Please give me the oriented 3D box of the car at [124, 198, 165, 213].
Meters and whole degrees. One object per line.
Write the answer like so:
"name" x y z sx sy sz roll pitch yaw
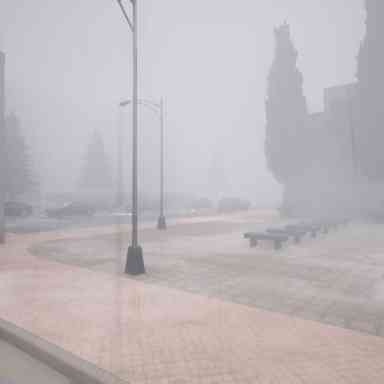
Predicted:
"car" -5.438 1.564 36.612 1.994 1.385 4.181 0 0 38

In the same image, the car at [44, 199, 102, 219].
"car" -10.742 1.526 29.708 1.812 1.442 4.674 0 0 37

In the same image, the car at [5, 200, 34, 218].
"car" -16.207 1.505 28.462 1.837 1.490 4.892 0 0 39

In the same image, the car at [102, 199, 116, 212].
"car" -10.424 1.491 35.890 2.128 1.511 4.902 0 0 38

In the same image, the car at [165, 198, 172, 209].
"car" -4.659 1.505 43.363 1.837 1.490 4.892 0 0 38

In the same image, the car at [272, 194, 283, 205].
"car" 16.398 1.564 58.909 1.994 1.385 4.181 0 0 38

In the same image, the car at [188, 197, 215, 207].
"car" 1.493 1.564 51.303 1.994 1.385 4.181 0 0 38

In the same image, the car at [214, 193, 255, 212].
"car" 4.952 1.352 38.314 2.097 1.767 4.553 0 0 38

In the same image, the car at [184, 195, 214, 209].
"car" 0.902 1.505 44.834 1.837 1.490 4.892 0 0 38
